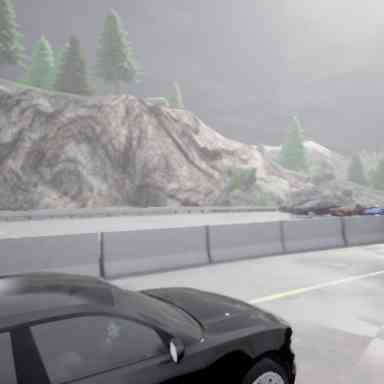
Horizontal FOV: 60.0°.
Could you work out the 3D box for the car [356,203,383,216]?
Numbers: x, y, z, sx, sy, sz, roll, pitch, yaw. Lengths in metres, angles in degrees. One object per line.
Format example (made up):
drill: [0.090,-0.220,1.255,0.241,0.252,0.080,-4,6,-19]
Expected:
car: [14.735,1.511,24.327,5.008,1.535,1.882,0,0,-25]

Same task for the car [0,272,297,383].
car: [-1.196,1.468,2.785,5.008,1.535,1.882,0,0,-35]

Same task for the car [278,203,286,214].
car: [11.118,1.360,34.188,4.553,1.767,2.097,0,0,-25]

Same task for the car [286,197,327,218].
car: [11.472,1.491,30.523,5.008,1.535,1.882,0,0,-25]

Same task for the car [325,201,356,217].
car: [13.768,1.627,27.755,4.718,1.301,1.895,0,0,-25]
